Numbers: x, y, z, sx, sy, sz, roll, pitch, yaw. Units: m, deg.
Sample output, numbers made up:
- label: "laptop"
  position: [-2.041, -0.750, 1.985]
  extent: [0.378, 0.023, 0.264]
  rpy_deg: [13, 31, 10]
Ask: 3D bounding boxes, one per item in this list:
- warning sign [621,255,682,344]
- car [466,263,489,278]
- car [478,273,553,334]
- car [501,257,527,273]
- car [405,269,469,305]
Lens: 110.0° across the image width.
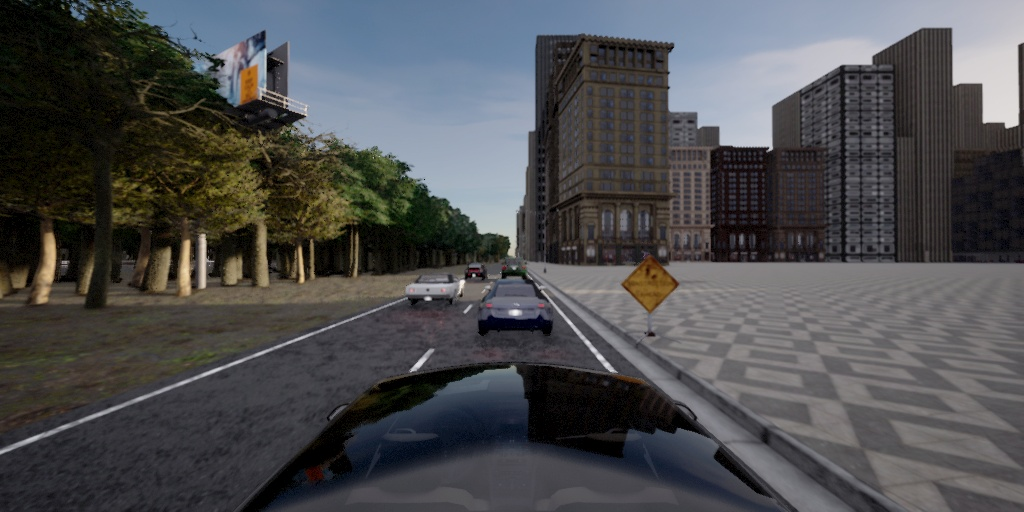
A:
- label: "warning sign"
  position: [3.065, 0.903, 7.979]
  extent: [1.300, 1.860, 1.060]
  rpy_deg: [0, 0, 0]
- label: "car"
  position: [-3.309, 1.440, 33.732]
  extent: [1.837, 1.490, 4.892]
  rpy_deg: [0, 0, 0]
- label: "car"
  position: [0.097, 1.368, 10.794]
  extent: [1.994, 1.385, 4.181]
  rpy_deg: [0, 0, 0]
- label: "car"
  position: [0.188, 1.152, 32.781]
  extent: [2.150, 2.045, 5.566]
  rpy_deg: [0, 0, 0]
- label: "car"
  position: [-3.365, 1.438, 16.677]
  extent: [1.895, 1.301, 4.718]
  rpy_deg: [0, 0, 0]
